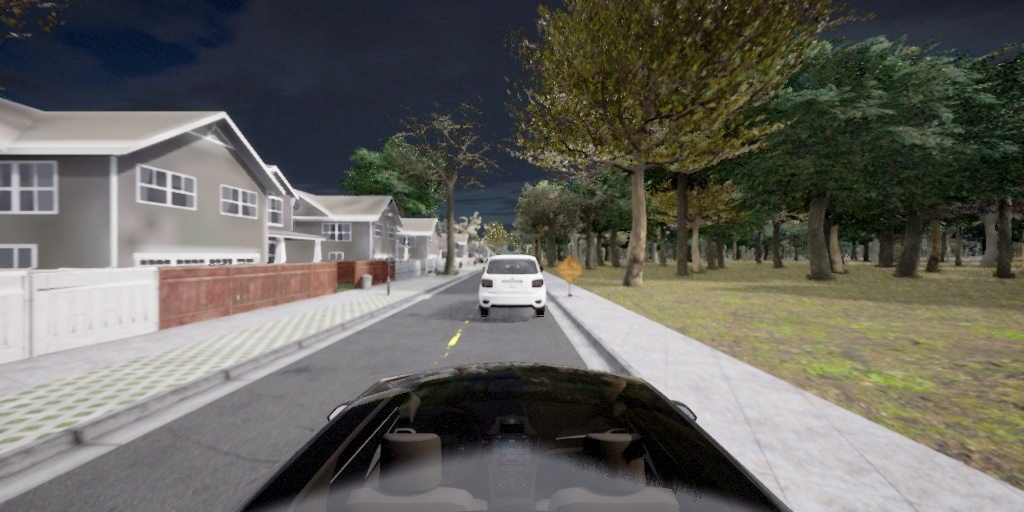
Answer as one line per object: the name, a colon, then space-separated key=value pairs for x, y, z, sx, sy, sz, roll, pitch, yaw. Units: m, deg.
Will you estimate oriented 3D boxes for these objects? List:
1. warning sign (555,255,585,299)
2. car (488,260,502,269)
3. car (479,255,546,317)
warning sign: x=2.516 y=0.884 z=15.593 sx=1.300 sy=1.860 sz=1.060 roll=0 pitch=0 yaw=0
car: x=-2.803 y=1.415 z=60.306 sx=1.994 sy=1.385 sz=4.181 roll=0 pitch=0 yaw=1
car: x=0.032 y=0.989 z=13.461 sx=2.150 sy=2.045 sz=5.566 roll=0 pitch=0 yaw=1
